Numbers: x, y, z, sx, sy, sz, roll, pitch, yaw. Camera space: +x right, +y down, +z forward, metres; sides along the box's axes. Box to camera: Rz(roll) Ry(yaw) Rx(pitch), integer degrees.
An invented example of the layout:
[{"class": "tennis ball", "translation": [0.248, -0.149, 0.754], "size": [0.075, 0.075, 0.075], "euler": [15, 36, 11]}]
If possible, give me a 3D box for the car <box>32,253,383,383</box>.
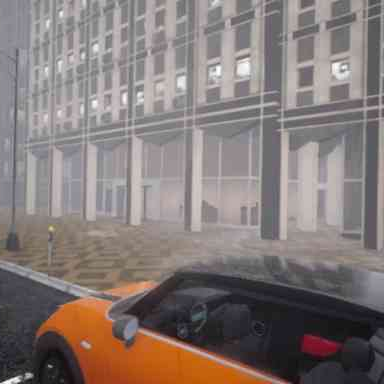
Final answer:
[{"class": "car", "translation": [0.424, 1.389, 3.099], "size": [4.553, 1.767, 2.097], "euler": [0, -1, 40]}]
